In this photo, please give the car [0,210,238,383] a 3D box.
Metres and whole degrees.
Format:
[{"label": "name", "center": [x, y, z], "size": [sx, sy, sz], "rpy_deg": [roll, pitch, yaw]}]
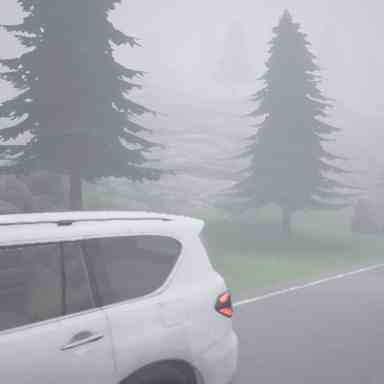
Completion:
[{"label": "car", "center": [-2.154, 1.222, 2.423], "size": [5.566, 2.045, 2.150], "rpy_deg": [0, 0, -36]}]
